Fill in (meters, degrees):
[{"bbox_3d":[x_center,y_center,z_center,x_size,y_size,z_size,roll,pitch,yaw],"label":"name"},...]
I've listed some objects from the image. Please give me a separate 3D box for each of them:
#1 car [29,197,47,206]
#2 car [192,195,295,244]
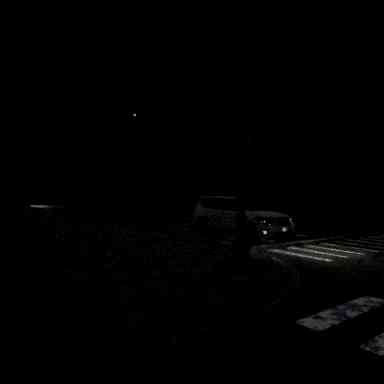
[{"bbox_3d":[-25.104,1.535,54.186,1.994,1.385,4.181,1,0,-36],"label":"car"},{"bbox_3d":[2.246,1.208,16.108,2.150,2.045,5.566,1,0,-36],"label":"car"}]
